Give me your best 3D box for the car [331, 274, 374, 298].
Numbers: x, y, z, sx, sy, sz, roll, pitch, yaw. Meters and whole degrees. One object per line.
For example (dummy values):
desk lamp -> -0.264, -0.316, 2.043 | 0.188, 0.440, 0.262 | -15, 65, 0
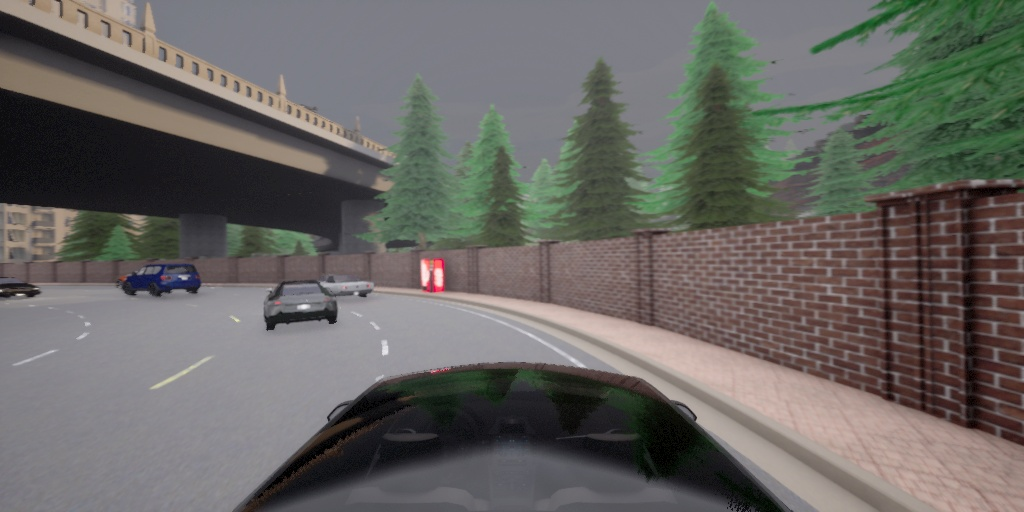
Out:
car -> -9.550, 1.638, 19.449 | 4.718, 1.301, 1.895 | -1, 0, 39

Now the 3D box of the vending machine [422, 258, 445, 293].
vending machine -> -4.439, 1.133, 20.296 | 0.880, 2.100, 1.100 | 0, 0, 42

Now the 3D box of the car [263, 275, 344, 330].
car -> -7.322, 1.519, 12.350 | 1.994, 1.385, 4.181 | -1, 0, -34

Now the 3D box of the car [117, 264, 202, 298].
car -> -22.858, 1.553, 23.468 | 5.566, 2.045, 2.150 | -1, -1, 24

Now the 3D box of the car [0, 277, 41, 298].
car -> -33.416, 2.095, 23.329 | 5.357, 1.411, 2.033 | -1, 0, 17
